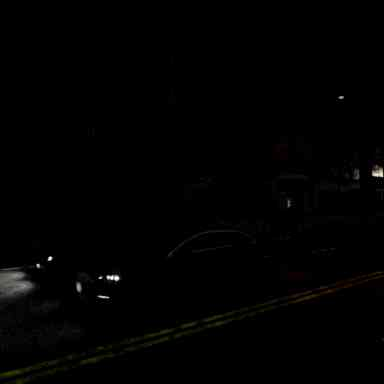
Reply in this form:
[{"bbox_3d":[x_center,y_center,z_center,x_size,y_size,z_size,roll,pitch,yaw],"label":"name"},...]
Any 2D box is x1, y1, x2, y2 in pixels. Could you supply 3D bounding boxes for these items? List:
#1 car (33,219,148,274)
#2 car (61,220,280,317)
[{"bbox_3d":[-1.882,1.574,10.328,5.357,1.411,2.033,0,0,-35],"label":"car"},{"bbox_3d":[-0.096,1.517,7.605,4.902,1.511,2.128,0,0,-35],"label":"car"}]
